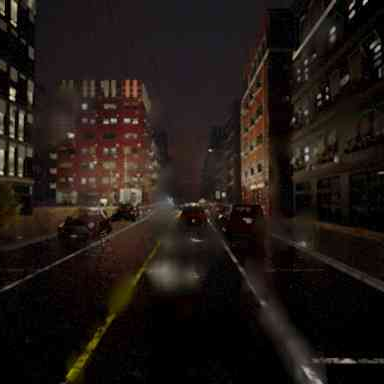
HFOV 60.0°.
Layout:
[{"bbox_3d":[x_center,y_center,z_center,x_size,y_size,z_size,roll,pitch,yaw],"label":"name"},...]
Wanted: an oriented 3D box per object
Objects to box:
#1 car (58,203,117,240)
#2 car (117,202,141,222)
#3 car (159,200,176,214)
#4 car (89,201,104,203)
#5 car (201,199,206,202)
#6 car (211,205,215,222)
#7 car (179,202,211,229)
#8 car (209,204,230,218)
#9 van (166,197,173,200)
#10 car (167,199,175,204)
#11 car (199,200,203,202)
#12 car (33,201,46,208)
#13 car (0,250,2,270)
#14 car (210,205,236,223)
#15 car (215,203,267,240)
[{"bbox_3d":[-5.683,1.627,18.062,1.967,1.590,4.097,1,-1,0],"label":"car"},{"bbox_3d":[-5.687,1.743,29.374,1.967,1.590,4.097,1,-1,0],"label":"car"},{"bbox_3d":[-3.014,2.060,41.733,1.895,1.301,4.718,0,-1,0],"label":"car"},{"bbox_3d":[-18.732,2.368,63.366,4.313,1.339,1.947,0,-1,0],"label":"car"},{"bbox_3d":[2.672,2.391,84.416,1.752,1.417,4.829,1,-1,0],"label":"car"},{"bbox_3d":[2.660,1.811,23.682,1.947,1.339,4.313,1,-1,0],"label":"car"},{"bbox_3d":[0.093,1.723,23.766,1.882,1.535,5.008,0,-1,0],"label":"car"},{"bbox_3d":[2.826,1.942,34.994,1.802,1.307,4.206,1,-1,0],"label":"car"},{"bbox_3d":[-5.705,2.205,84.284,1.690,1.788,3.998,1,-1,0],"label":"van"},{"bbox_3d":[-5.710,2.504,89.933,1.802,1.307,4.206,1,-1,0],"label":"car"},{"bbox_3d":[0.087,2.013,40.117,1.895,1.301,4.718,0,-1,0],"label":"car"},{"bbox_3d":[-30.073,2.444,63.409,4.206,1.307,1.802,0,-1,0],"label":"car"},{"bbox_3d":[-5.681,1.622,6.749,2.008,1.369,4.403,1,-1,0],"label":"car"},{"bbox_3d":[2.658,1.884,29.338,1.802,1.307,4.206,1,-1,0],"label":"car"},{"bbox_3d":[2.666,1.502,18.028,2.192,1.841,5.009,1,-1,0],"label":"car"}]
